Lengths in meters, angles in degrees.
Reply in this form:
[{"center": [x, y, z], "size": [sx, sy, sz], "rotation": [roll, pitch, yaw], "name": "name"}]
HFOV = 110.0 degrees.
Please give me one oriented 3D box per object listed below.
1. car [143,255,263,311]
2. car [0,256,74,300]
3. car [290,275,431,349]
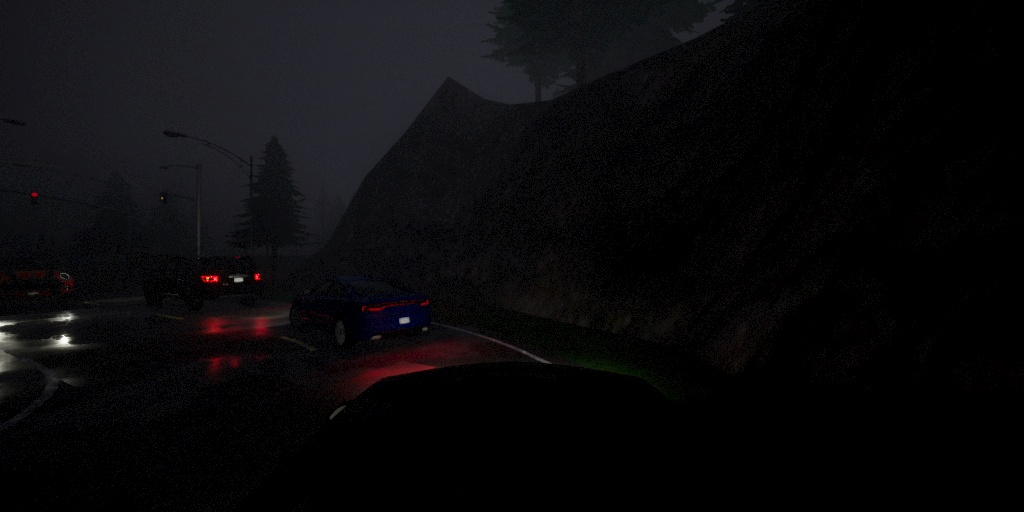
[{"center": [-12.625, 0.990, 14.646], "size": [5.566, 2.045, 2.150], "rotation": [0, 0, 27], "name": "car"}, {"center": [-19.311, 0.780, 14.015], "size": [4.553, 1.767, 2.097], "rotation": [0, 0, 27], "name": "car"}, {"center": [-4.115, 1.237, 9.403], "size": [5.008, 1.535, 1.882], "rotation": [0, 0, 43], "name": "car"}]
